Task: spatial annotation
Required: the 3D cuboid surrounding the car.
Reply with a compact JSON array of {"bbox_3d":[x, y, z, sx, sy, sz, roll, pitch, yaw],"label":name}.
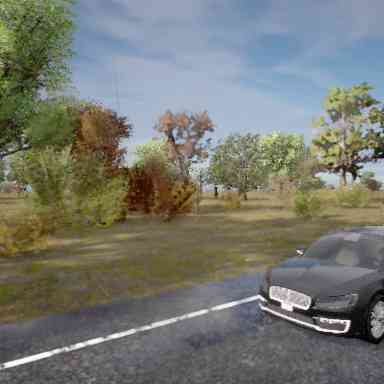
[{"bbox_3d":[3.404,1.475,6.455,4.892,1.490,1.837,0,0,-36],"label":"car"}]
